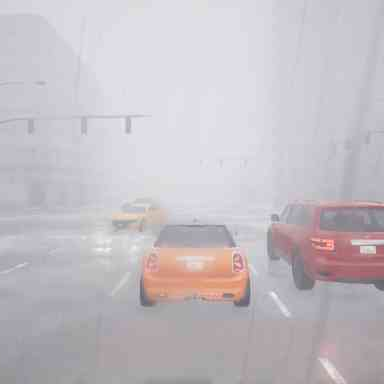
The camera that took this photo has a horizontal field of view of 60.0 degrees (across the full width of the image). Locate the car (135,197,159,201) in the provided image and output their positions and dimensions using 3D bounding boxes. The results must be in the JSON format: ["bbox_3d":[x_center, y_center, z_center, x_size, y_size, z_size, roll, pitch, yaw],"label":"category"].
[{"bbox_3d":[-5.387,1.352,35.631,4.553,1.767,2.097,0,0,1],"label":"car"}]

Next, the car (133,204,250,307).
[{"bbox_3d":[0.075,1.352,8.154,2.097,1.767,4.553,0,0,1],"label":"car"}]

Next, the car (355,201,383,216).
[{"bbox_3d":[18.771,1.547,31.835,5.357,1.411,2.033,0,0,1],"label":"car"}]

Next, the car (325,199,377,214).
[{"bbox_3d":[16.905,1.526,35.448,4.674,1.442,1.812,0,0,3],"label":"car"}]

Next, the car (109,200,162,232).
[{"bbox_3d":[-3.075,1.478,19.955,1.882,1.535,5.008,-1,0,17],"label":"car"}]

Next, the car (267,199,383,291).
[{"bbox_3d":[3.554,1.221,9.174,2.150,2.045,5.566,0,0,3],"label":"car"}]
